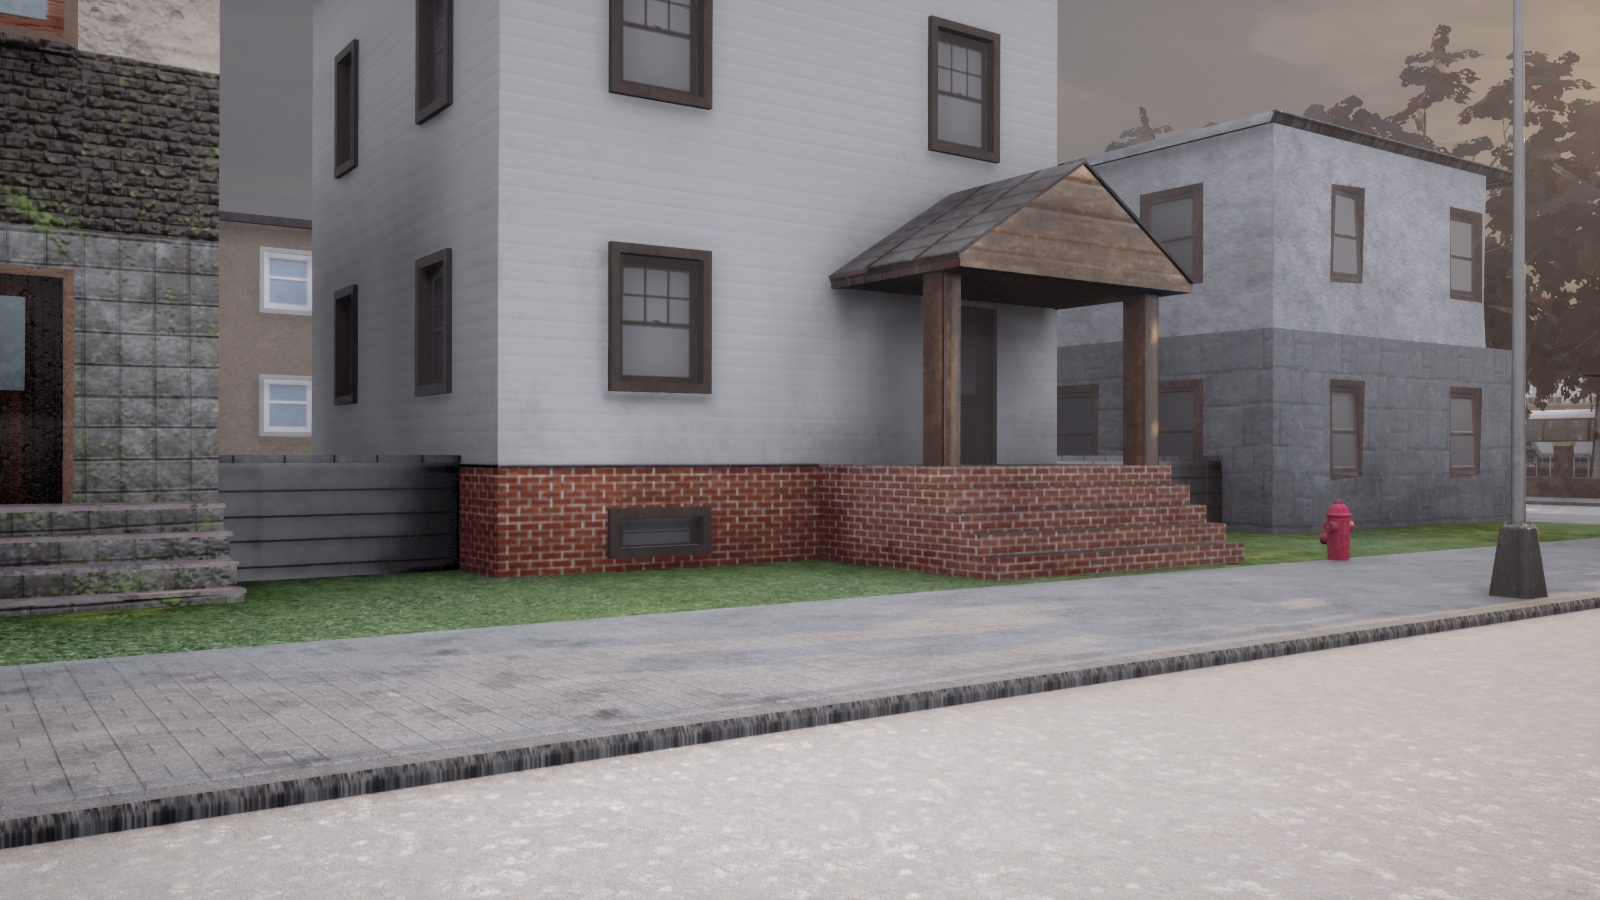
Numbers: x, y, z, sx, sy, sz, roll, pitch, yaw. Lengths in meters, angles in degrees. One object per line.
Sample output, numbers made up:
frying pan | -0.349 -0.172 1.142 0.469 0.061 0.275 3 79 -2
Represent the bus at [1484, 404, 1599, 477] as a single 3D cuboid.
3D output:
bus | 47.707 -0.547 76.169 3.944 4.253 10.273 0 0 -34
